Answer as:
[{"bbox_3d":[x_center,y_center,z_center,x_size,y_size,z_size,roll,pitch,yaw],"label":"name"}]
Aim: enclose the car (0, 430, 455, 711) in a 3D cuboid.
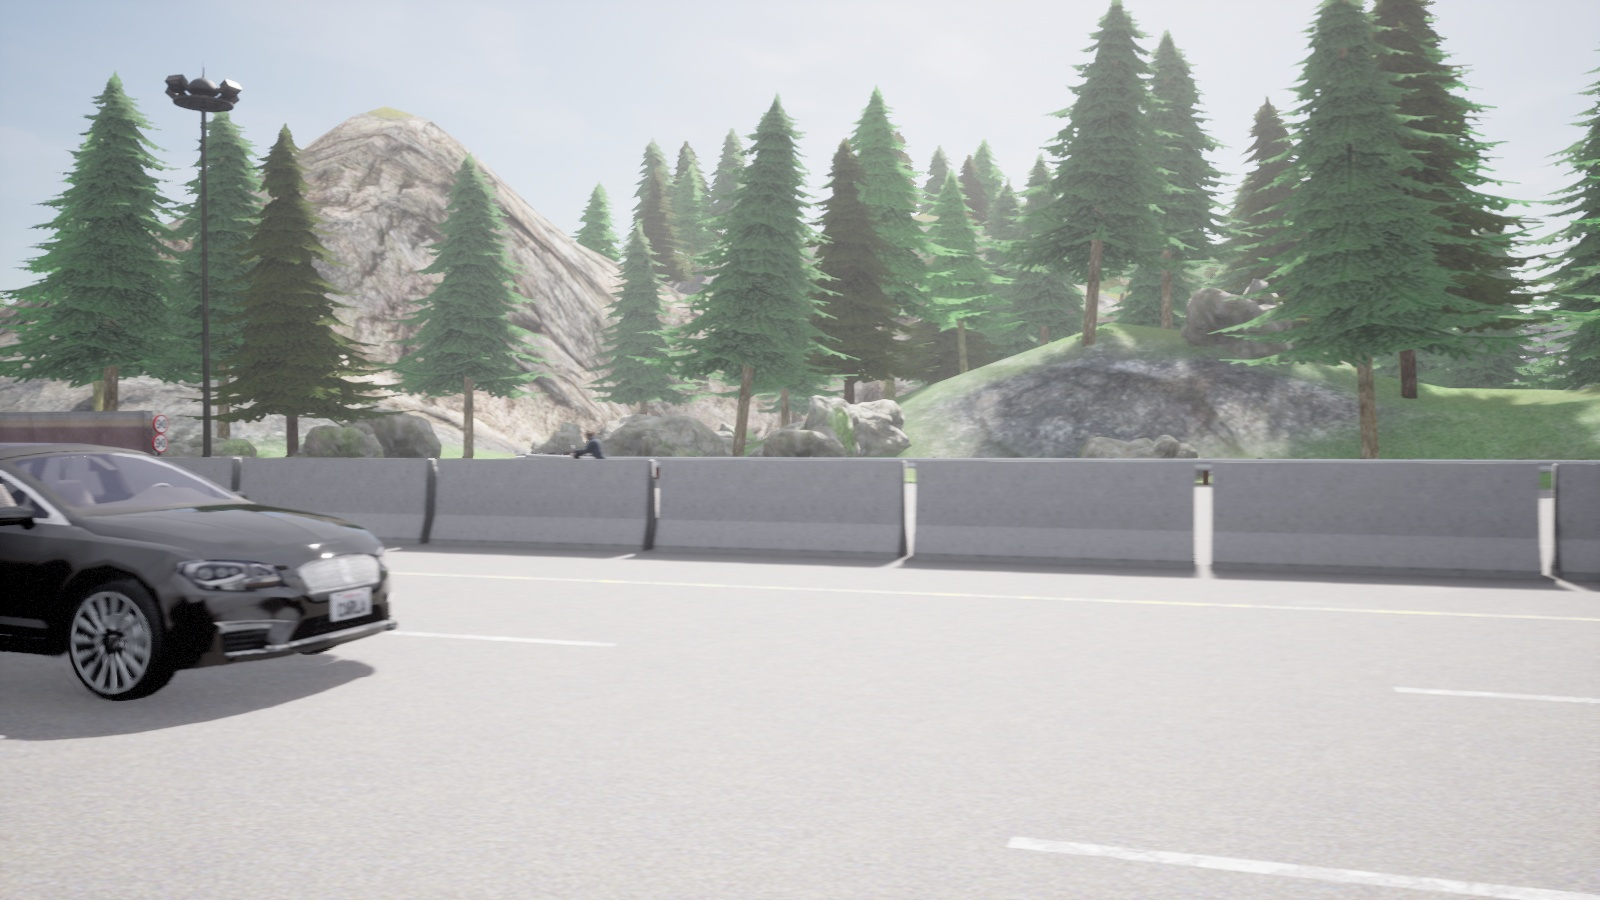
[{"bbox_3d":[-5.089,0.626,8.598,4.902,1.511,2.128,0,1,19],"label":"car"}]
